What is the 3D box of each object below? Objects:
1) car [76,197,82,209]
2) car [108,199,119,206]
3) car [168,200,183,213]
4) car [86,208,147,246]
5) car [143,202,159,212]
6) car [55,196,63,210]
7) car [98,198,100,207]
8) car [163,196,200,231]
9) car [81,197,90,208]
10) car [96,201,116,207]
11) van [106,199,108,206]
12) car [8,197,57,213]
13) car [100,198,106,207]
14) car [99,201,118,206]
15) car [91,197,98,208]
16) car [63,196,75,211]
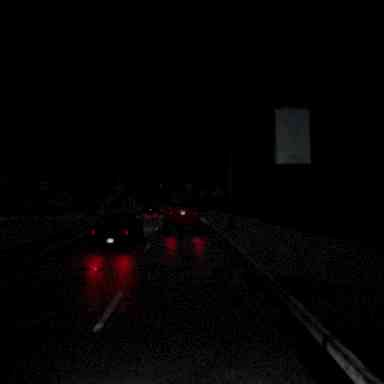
[{"bbox_3d":[-19.918,1.949,51.401,4.674,1.452,2.002,0,-2,-24],"label":"car"},{"bbox_3d":[-22.091,2.897,84.136,5.366,1.575,1.946,0,-2,-24],"label":"car"},{"bbox_3d":[-2.149,1.765,42.269,1.882,1.535,5.008,0,-1,-4],"label":"car"},{"bbox_3d":[-3.353,1.639,15.409,1.895,1.301,4.718,0,0,-3],"label":"car"},{"bbox_3d":[-5.174,1.885,42.518,1.895,1.301,4.718,0,-1,-4],"label":"car"},{"bbox_3d":[-19.309,1.608,42.490,4.553,1.767,2.185,0,-1,-24],"label":"car"},{"bbox_3d":[-20.772,2.229,63.275,5.008,1.535,2.097,0,-2,-24],"label":"car"},{"bbox_3d":[-0.689,1.293,21.470,2.150,2.045,5.566,0,0,-4],"label":"car"},{"bbox_3d":[-20.107,1.730,54.393,5.566,2.045,2.435,0,-2,-24],"label":"car"},{"bbox_3d":[-22.474,3.036,87.027,4.674,1.452,2.002,0,-2,-24],"label":"car"},{"bbox_3d":[-21.305,2.289,72.239,4.442,1.987,1.878,0,-2,-24],"label":"van"},{"bbox_3d":[-19.056,1.687,39.531,5.008,1.535,2.097,0,-1,-24],"label":"car"},{"bbox_3d":[-21.361,2.415,69.131,5.366,1.575,1.946,0,-2,-24],"label":"car"},{"bbox_3d":[-22.680,3.132,89.992,4.674,1.452,2.002,0,-2,-24],"label":"car"},{"bbox_3d":[-20.580,1.888,60.298,5.566,2.045,2.435,0,-1,-24],"label":"car"},{"bbox_3d":[-19.322,1.782,45.549,5.366,1.575,1.946,0,-1,-24],"label":"car"}]
